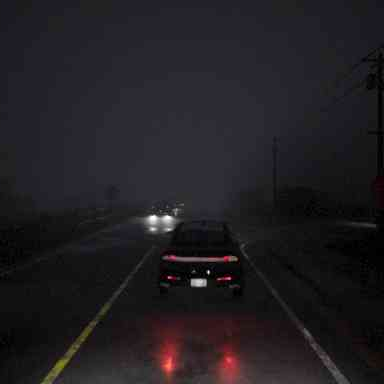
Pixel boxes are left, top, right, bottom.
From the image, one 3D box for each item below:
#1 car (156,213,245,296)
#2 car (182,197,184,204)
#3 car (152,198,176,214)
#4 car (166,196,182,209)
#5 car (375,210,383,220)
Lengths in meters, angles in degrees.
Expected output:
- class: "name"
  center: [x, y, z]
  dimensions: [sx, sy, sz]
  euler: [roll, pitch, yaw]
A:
- class: "car"
  center: [0.293, 1.494, 8.688]
  dimensions: [2.128, 1.511, 4.902]
  euler: [0, 0, 4]
- class: "car"
  center: [-2.624, 1.488, 64.125]
  dimensions: [1.882, 1.535, 5.008]
  euler: [0, 0, 1]
- class: "car"
  center: [-3.100, 1.607, 35.274]
  dimensions: [1.895, 1.301, 4.718]
  euler: [0, 0, 1]
- class: "car"
  center: [-2.935, 1.361, 46.299]
  dimensions: [2.097, 1.767, 4.553]
  euler: [0, 0, 1]
- class: "car"
  center: [15.442, 1.543, 23.304]
  dimensions: [4.892, 1.490, 1.837]
  euler: [0, 0, -2]
